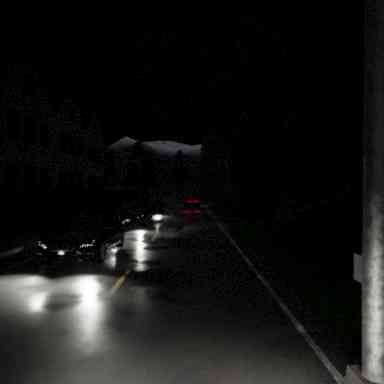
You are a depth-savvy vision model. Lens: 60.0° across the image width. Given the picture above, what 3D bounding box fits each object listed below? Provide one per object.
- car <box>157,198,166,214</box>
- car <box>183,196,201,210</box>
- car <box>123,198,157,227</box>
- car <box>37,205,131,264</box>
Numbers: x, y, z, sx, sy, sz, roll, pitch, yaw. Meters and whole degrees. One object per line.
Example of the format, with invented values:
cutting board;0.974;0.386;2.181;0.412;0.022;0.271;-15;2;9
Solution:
car;-3.552;1.289;31.734;2.033;1.411;5.357;0;0;0
car;0.003;1.186;37.524;2.128;1.511;4.902;0;0;0
car;-3.588;1.333;21.073;1.837;1.490;4.892;0;0;0
car;-3.591;1.410;11.573;1.837;1.490;4.892;0;0;0
